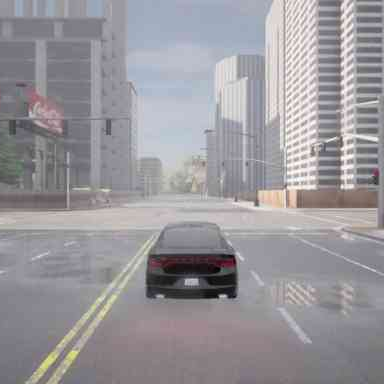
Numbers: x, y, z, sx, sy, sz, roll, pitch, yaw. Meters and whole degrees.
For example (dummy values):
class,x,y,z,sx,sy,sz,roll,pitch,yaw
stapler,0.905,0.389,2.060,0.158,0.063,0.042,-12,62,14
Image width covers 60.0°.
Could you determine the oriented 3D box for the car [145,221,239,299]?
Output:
class,x,y,z,sx,sy,sz,roll,pitch,yaw
car,0.001,1.478,8.499,1.882,1.535,5.008,0,0,0
